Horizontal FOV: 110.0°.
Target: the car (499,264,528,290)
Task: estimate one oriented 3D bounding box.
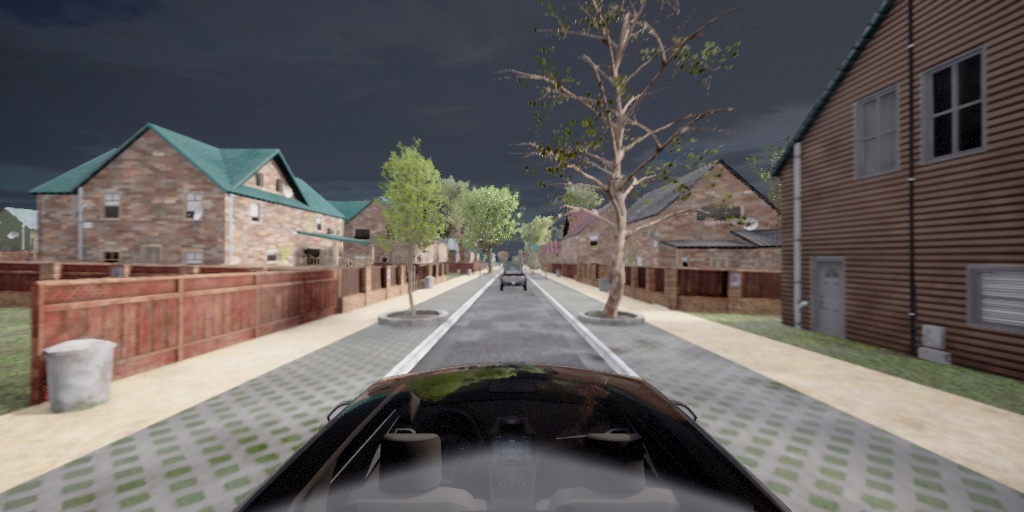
[{"bbox_3d":[0.101,1.579,25.508,2.128,1.511,4.902,0,-1,0],"label":"car"}]

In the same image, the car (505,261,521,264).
[{"bbox_3d":[0.112,1.565,42.232,2.150,2.045,5.566,0,-1,0],"label":"car"}]
